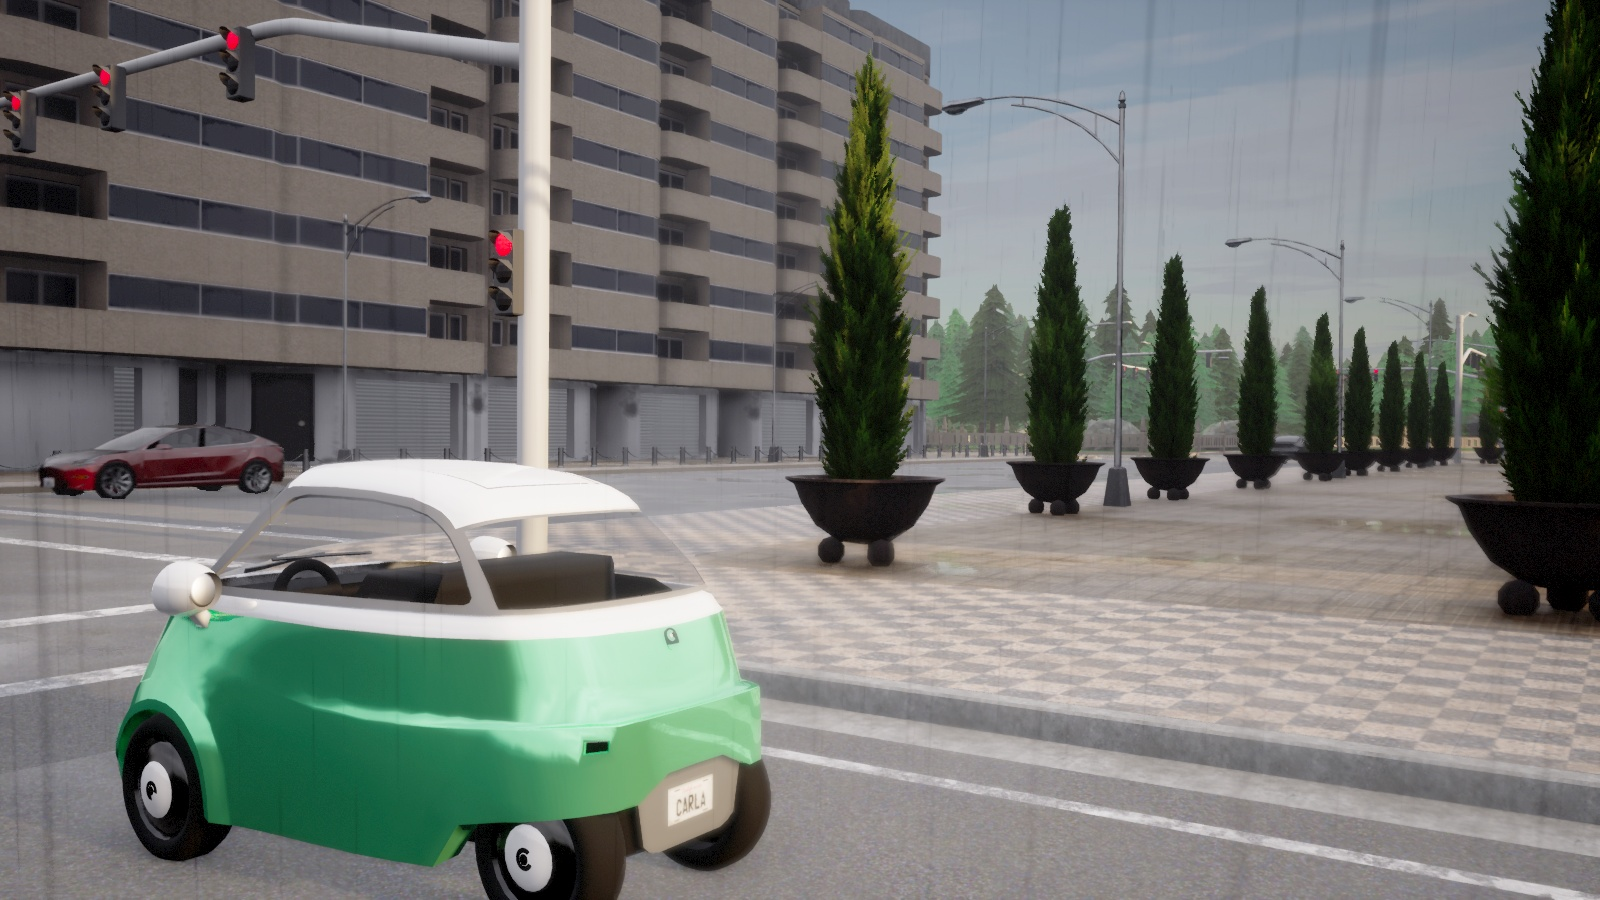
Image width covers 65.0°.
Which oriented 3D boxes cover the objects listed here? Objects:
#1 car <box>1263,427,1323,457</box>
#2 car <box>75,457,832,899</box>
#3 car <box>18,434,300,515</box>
[{"bbox_3d":[25.496,-0.436,64.810,1.837,1.490,4.892,0,1,34],"label":"car"},{"bbox_3d":[-1.218,0.737,4.433,2.207,1.376,1.481,0,1,34],"label":"car"},{"bbox_3d":[-13.219,0.438,26.205,2.163,1.488,4.792,0,1,33],"label":"car"}]
